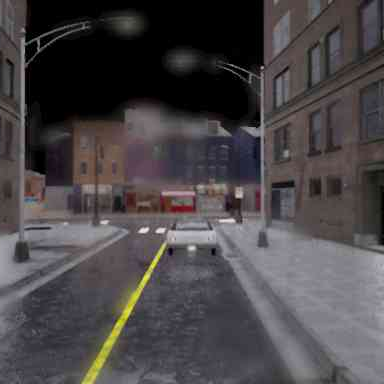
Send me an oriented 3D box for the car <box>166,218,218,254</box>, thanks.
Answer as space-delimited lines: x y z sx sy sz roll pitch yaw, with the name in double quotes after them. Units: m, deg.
0.005 1.736 14.117 1.895 1.301 4.718 0 -1 0 "car"
